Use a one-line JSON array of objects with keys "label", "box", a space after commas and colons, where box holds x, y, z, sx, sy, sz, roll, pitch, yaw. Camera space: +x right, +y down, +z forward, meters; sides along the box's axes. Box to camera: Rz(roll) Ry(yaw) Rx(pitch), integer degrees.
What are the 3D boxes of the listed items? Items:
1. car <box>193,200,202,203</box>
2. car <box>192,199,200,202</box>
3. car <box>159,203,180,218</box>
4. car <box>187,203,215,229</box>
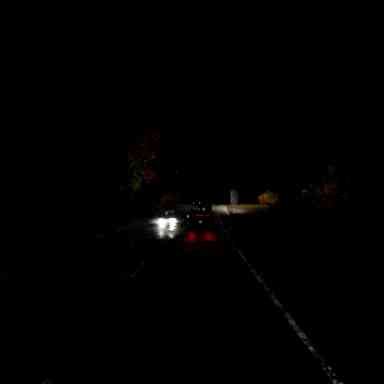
[{"label": "car", "box": [1.555, 2.073, 41.646, 2.033, 1.411, 5.357, 0, -1, 4]}, {"label": "car", "box": [1.208, 2.439, 75.795, 1.837, 1.490, 4.892, 0, -1, 7]}, {"label": "car", "box": [-2.454, 1.954, 36.441, 2.128, 1.511, 4.902, 0, -1, 4]}, {"label": "car", "box": [0.652, 1.807, 24.579, 2.128, 1.511, 4.902, 0, -1, 2]}]
